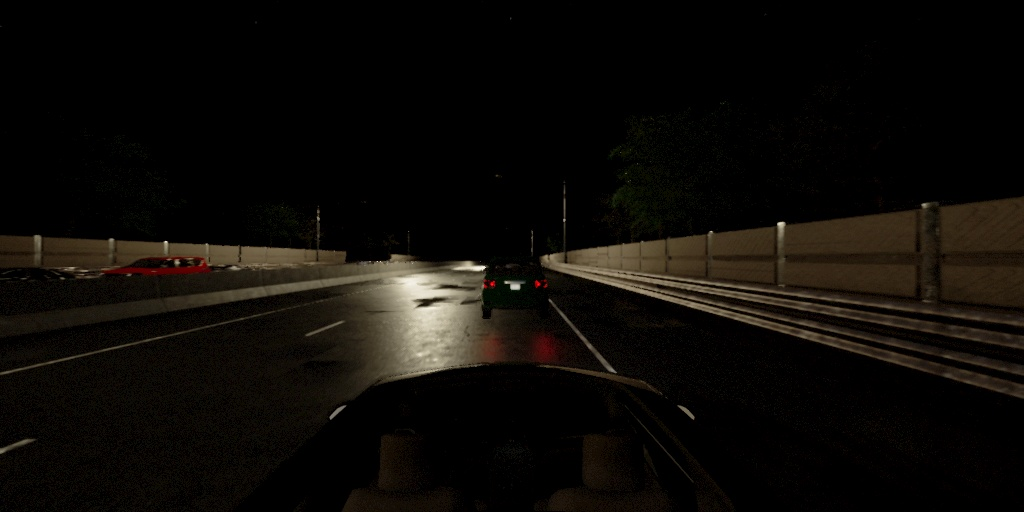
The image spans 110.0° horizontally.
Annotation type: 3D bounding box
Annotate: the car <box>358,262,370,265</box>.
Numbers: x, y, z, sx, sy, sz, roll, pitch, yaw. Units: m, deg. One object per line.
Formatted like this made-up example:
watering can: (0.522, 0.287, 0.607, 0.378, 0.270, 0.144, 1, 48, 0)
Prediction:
car: (-24.530, 1.688, 59.629, 1.994, 1.385, 4.181, 0, -1, 1)

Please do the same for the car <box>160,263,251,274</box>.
car: (-17.591, 1.330, 21.614, 2.128, 1.511, 4.902, 0, 0, 0)

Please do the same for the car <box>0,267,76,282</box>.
car: (-24.594, 1.324, 17.452, 1.837, 1.490, 4.892, 0, 0, 0)

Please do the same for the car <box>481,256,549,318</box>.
car: (0.101, 1.022, 13.298, 2.150, 2.045, 5.566, 0, 0, 0)

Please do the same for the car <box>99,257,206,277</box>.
car: (-21.093, 1.059, 21.524, 2.150, 2.045, 5.566, 0, 0, 0)
